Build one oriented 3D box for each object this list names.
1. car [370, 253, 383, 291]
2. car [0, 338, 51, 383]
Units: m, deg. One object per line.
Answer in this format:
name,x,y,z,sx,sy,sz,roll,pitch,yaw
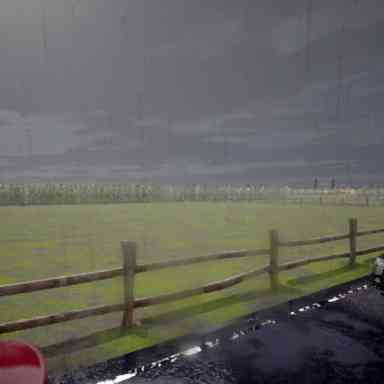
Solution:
car,5.930,1.555,7.695,4.181,1.385,1.994,0,-1,-38
car,-2.930,1.526,1.198,4.674,1.442,1.812,0,0,-34
